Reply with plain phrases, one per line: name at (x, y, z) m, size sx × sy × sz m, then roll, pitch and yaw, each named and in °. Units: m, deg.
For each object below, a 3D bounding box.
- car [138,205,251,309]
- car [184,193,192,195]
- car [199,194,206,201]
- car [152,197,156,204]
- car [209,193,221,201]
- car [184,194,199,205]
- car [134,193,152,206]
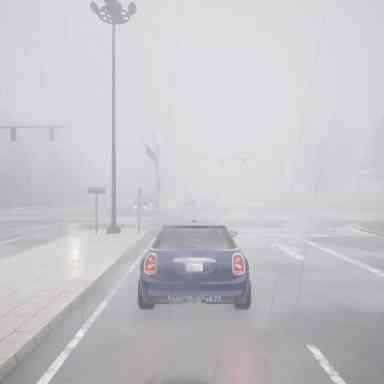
car at (0.058, 1.352, 8.008) m, size 2.097 × 1.767 × 4.553 m, roll 0°, pitch 0°, yaw 0°
car at (-0.779, 1.489, 85.331) m, size 1.837 × 1.490 × 4.892 m, roll 0°, pitch 0°, yaw -1°
car at (2.720, 1.513, 85.394) m, size 1.812 × 1.442 × 4.674 m, roll 0°, pitch 0°, yaw -1°
car at (-8.466, 1.564, 65.603) m, size 1.994 × 1.385 × 4.181 m, roll 0°, pitch 0°, yaw 0°
car at (6.226, 1.215, 85.128) m, size 2.150 × 2.045 × 5.566 m, roll 0°, pitch 0°, yaw -1°
car at (-0.245, 1.526, 54.827) m, size 1.812 × 1.442 × 4.674 m, roll 0°, pitch 0°, yaw -1°
car at (-8.344, 1.352, 55.657) m, size 2.097 × 1.767 × 4.553 m, roll 0°, pitch 0°, yaw -1°
